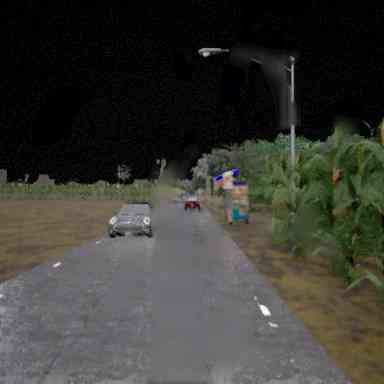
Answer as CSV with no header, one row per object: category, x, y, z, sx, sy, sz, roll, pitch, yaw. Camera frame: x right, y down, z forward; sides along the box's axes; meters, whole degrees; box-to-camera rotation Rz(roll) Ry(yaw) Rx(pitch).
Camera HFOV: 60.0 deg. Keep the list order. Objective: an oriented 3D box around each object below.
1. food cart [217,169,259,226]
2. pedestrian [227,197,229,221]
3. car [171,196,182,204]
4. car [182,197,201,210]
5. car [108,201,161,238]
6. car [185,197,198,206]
food cart,3.083,0.410,23.432,2.280,3.560,4.660,-1,-1,0
pedestrian,2.820,1.248,25.028,0.375,1.860,0.375,1,-1,0
car,-2.635,1.427,59.710,1.994,1.385,4.181,0,0,0
car,0.062,1.380,41.429,1.882,1.535,5.008,0,0,1
car,-2.851,1.310,17.238,2.097,1.767,4.553,0,0,0
car,0.020,1.442,52.687,1.994,1.385,4.181,0,0,1
